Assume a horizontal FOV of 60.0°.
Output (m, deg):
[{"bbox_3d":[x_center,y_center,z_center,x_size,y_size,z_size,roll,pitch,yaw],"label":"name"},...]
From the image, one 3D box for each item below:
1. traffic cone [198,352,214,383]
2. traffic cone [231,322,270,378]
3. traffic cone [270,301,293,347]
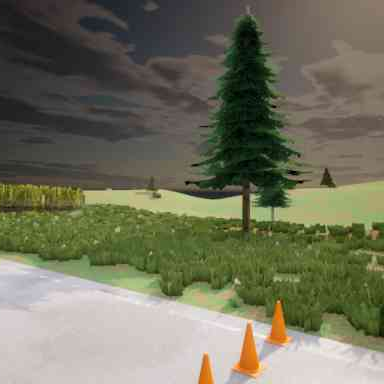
[{"bbox_3d":[0.145,1.955,3.431,0.340,0.580,0.340,0,0,36],"label":"traffic cone"},{"bbox_3d":[0.729,1.955,4.242,0.340,0.580,0.340,0,0,36],"label":"traffic cone"},{"bbox_3d":[1.314,1.955,5.053,0.340,0.580,0.340,0,0,36],"label":"traffic cone"}]
